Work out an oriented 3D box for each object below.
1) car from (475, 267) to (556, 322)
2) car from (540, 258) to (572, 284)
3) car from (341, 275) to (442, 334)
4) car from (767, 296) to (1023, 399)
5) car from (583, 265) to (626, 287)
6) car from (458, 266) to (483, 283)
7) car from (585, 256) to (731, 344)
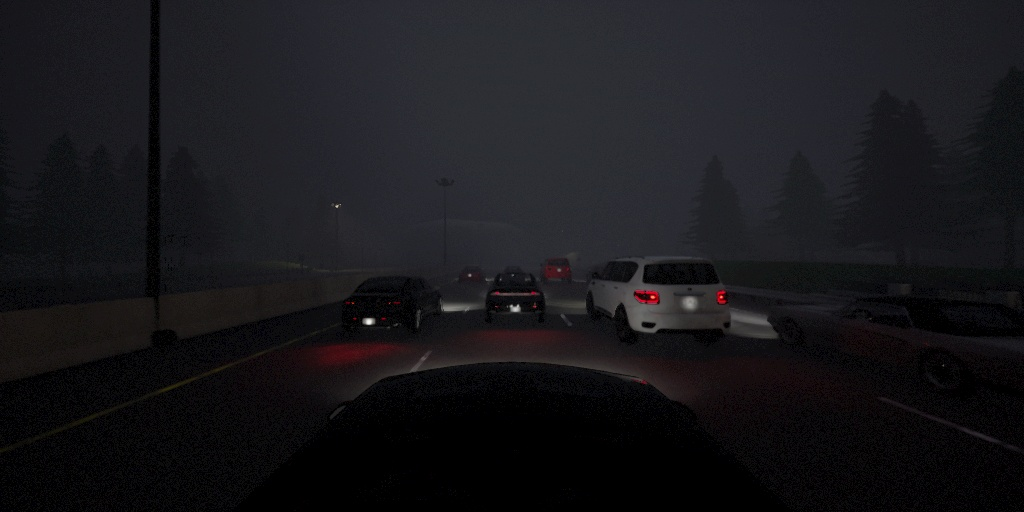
[{"bbox_3d":[0.100,1.323,12.615,2.128,1.511,4.902,0,0,0],"label":"car"},{"bbox_3d":[3.603,1.190,29.958,2.150,2.045,5.566,0,0,0],"label":"car"},{"bbox_3d":[-3.401,1.323,10.943,1.837,1.490,4.892,0,0,0],"label":"car"},{"bbox_3d":[7.100,1.387,6.534,1.895,1.301,4.718,0,0,0],"label":"car"},{"bbox_3d":[7.101,1.502,28.174,2.033,1.411,5.357,0,0,0],"label":"car"},{"bbox_3d":[-3.397,1.539,30.842,1.994,1.385,4.181,0,0,0],"label":"car"},{"bbox_3d":[3.600,1.033,9.936,2.150,2.045,5.566,0,0,0],"label":"car"}]
